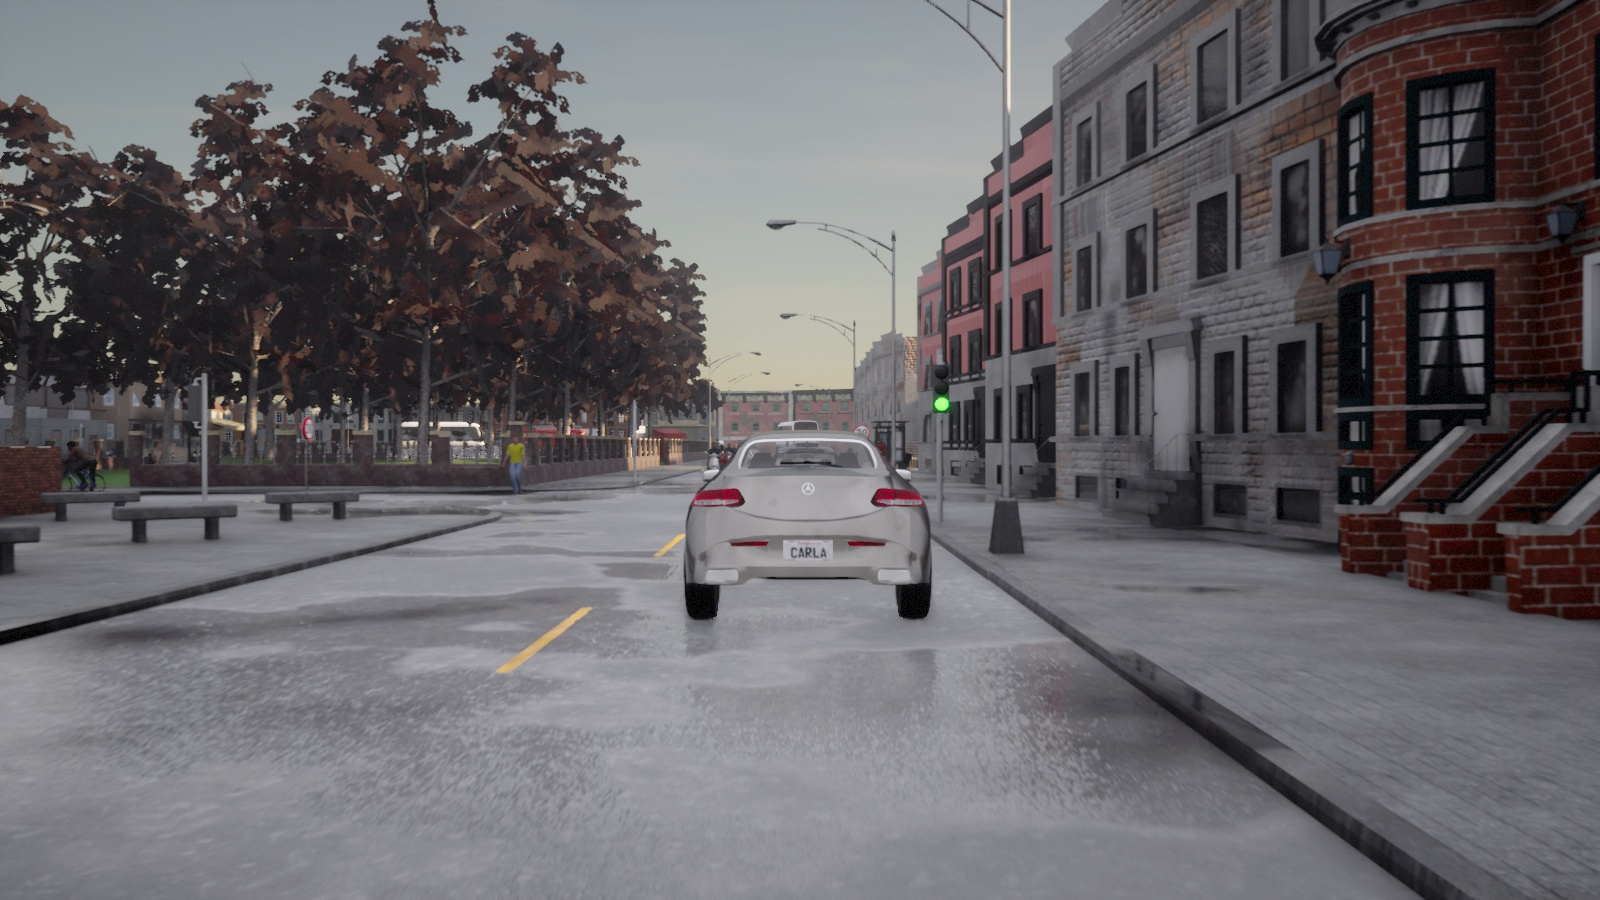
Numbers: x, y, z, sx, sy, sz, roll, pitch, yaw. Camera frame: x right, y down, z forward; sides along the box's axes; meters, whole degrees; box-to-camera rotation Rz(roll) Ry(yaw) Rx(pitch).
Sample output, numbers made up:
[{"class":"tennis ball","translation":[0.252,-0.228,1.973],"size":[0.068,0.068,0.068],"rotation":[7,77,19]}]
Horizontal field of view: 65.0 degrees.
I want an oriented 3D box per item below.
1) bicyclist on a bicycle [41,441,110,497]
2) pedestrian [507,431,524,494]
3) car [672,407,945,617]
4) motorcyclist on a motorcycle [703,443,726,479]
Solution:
[{"class":"bicyclist on a bicycle","translation":[-21.007,0.540,36.431],"size":[1.656,1.620,0.582],"rotation":[0,0,-1]},{"class":"pedestrian","translation":[-8.387,0.370,37.040],"size":[0.354,1.836,0.706],"rotation":[0,0,0]},{"class":"car","translation":[0.072,0.477,12.417],"size":[2.152,1.651,5.027],"rotation":[0,0,0]},{"class":"motorcyclist on a motorcycle","translation":[-3.777,0.481,55.418],"size":[0.866,1.590,1.817],"rotation":[0,0,1]}]
